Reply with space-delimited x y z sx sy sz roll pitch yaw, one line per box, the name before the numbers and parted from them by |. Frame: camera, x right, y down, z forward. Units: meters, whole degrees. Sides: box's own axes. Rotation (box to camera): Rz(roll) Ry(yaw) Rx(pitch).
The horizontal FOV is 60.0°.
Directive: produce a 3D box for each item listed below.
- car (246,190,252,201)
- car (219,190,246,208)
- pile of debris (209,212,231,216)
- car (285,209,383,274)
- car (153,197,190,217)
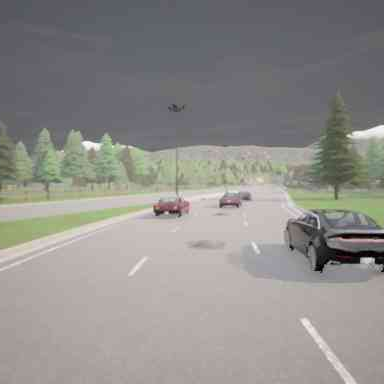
car | 6.966 0.460 45.127 1.994 1.385 4.181 0 1 15
car | 3.885 0.761 32.839 1.994 1.385 4.181 0 1 13
pile of debris | 2.097 1.582 24.288 1.500 0.140 1.860 0 1 9
car | 4.055 1.245 9.771 2.128 1.511 4.902 0 1 4
car | -1.339 1.020 24.001 1.895 1.301 4.718 0 1 8
